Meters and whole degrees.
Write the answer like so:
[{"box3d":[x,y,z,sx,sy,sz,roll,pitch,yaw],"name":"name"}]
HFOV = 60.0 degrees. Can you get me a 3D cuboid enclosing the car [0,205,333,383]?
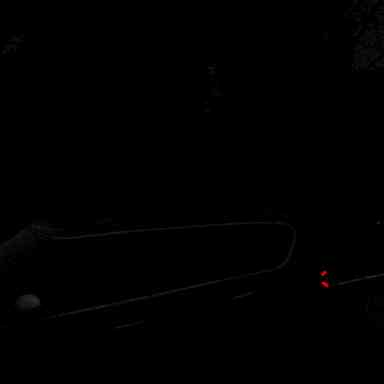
[{"box3d":[-0.930,1.201,3.451,5.566,2.045,2.150,0,0,-32],"name":"car"}]
